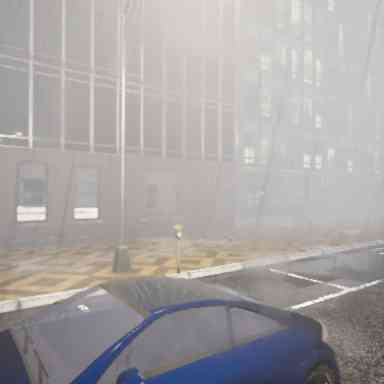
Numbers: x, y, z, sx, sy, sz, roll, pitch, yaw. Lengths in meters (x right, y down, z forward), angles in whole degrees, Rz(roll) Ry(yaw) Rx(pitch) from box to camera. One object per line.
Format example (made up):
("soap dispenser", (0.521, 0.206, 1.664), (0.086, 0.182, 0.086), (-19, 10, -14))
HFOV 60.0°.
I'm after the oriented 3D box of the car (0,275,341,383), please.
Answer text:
("car", (-0.547, 1.569, 2.987), (4.181, 1.385, 1.994), (0, 0, -35))
